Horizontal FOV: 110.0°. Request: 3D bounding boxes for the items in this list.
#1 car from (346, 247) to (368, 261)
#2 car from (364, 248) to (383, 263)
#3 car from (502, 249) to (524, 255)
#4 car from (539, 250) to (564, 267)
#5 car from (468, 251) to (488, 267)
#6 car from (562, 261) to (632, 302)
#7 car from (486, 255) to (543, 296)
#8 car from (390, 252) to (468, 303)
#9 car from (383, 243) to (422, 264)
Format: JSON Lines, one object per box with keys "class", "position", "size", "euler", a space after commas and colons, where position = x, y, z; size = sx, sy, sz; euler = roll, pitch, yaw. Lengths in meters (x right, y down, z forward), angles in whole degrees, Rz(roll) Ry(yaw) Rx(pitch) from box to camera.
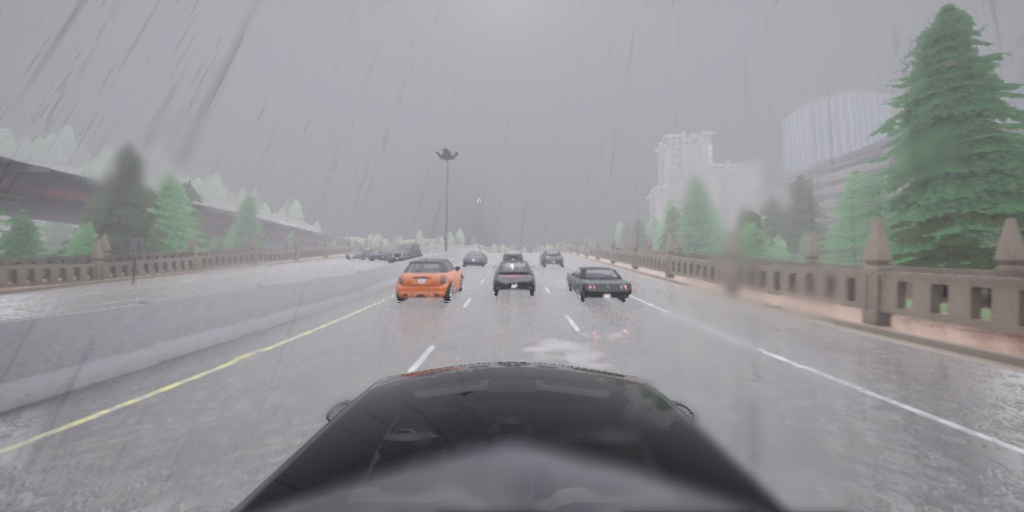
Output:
{"class": "car", "position": [-17.591, -0.250, 41.775], "size": [2.128, 1.511, 4.902], "euler": [0, 3, 0]}
{"class": "car", "position": [-14.096, -0.023, 39.374], "size": [1.895, 1.301, 4.718], "euler": [0, 3, 0]}
{"class": "car", "position": [0.100, 0.077, 34.789], "size": [1.882, 1.535, 5.008], "euler": [0, 3, 0]}
{"class": "car", "position": [3.600, 0.171, 33.155], "size": [2.128, 1.511, 4.902], "euler": [0, 3, 0]}
{"class": "car", "position": [-3.400, 0.217, 33.692], "size": [1.994, 1.385, 4.181], "euler": [0, 3, 0]}
{"class": "car", "position": [3.600, 1.124, 15.746], "size": [1.895, 1.301, 4.718], "euler": [0, 2, 0]}
{"class": "car", "position": [0.100, 0.943, 17.334], "size": [2.128, 1.511, 4.902], "euler": [0, 3, 0]}
{"class": "car", "position": [-3.400, 0.879, 15.637], "size": [2.097, 1.767, 4.553], "euler": [0, 2, 0]}
{"class": "car", "position": [-10.597, -0.232, 35.847], "size": [2.150, 2.045, 5.566], "euler": [0, 3, 0]}
